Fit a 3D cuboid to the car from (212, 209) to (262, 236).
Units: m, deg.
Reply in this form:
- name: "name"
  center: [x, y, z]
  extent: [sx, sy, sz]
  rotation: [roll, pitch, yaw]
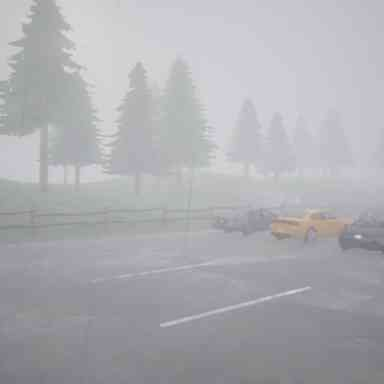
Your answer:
- name: "car"
  center: [3.667, 1.679, 19.381]
  extent: [5.357, 1.411, 2.033]
  rotation: [1, 0, -35]

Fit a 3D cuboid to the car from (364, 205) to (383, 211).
- name: "car"
  center: [16.128, 1.840, 28.264]
  extent: [4.181, 1.385, 1.994]
  rotation: [1, 0, -35]

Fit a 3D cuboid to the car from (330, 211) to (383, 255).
- name: "car"
  center: [7.982, 1.699, 13.855]
  extent: [4.181, 1.385, 1.994]
  rotation: [1, 0, -35]

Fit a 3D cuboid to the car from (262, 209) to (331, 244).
- name: "car"
  center: [6.097, 1.614, 16.808]
  extent: [5.008, 1.535, 1.882]
  rotation: [0, 0, -35]
